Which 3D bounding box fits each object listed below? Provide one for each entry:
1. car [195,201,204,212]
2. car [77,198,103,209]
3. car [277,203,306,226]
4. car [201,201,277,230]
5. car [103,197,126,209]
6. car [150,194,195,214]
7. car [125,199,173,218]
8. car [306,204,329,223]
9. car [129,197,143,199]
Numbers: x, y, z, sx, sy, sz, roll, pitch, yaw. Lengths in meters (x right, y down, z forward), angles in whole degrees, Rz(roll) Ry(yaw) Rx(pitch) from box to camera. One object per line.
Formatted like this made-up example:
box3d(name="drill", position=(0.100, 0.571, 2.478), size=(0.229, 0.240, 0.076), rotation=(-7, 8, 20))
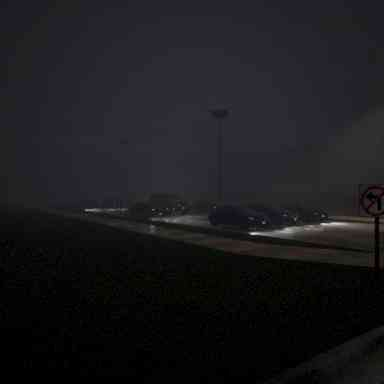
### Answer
box3d(name="car", position=(1.652, 1.601, 34.889), size=(1.895, 1.301, 4.718), rotation=(0, 0, -36))
box3d(name="car", position=(-13.973, 1.564, 44.584), size=(1.994, 1.385, 4.181), rotation=(0, 0, -35))
box3d(name="car", position=(5.438, 1.526, 23.795), size=(1.812, 1.442, 4.674), rotation=(0, 0, -37))
box3d(name="car", position=(2.872, 1.526, 21.377), size=(1.812, 1.442, 4.674), rotation=(0, 0, -35))
box3d(name="car", position=(-11.228, 1.506, 46.766), size=(1.837, 1.490, 4.892), rotation=(0, 0, -35))
box3d(name="car", position=(-2.480, 1.221, 34.617), size=(2.150, 2.045, 5.566), rotation=(0, 0, -36))
box3d(name="car", position=(-4.040, 1.601, 30.815), size=(1.895, 1.301, 4.718), rotation=(0, 0, -36))
box3d(name="car", position=(8.344, 1.564, 25.715), size=(1.994, 1.385, 4.181), rotation=(0, 0, -36))
box3d(name="car", position=(-7.946, 1.477, 48.190), size=(1.882, 1.535, 5.008), rotation=(0, 0, -35))
